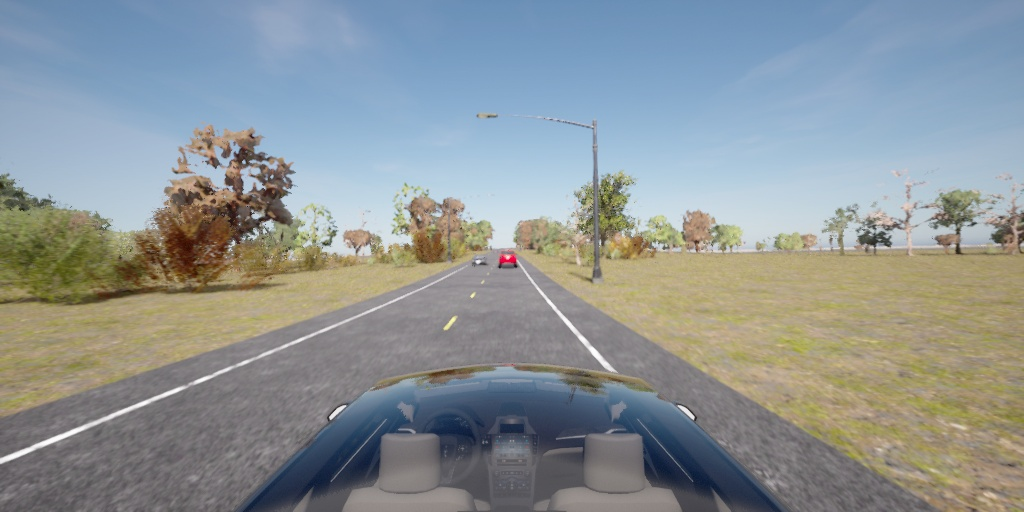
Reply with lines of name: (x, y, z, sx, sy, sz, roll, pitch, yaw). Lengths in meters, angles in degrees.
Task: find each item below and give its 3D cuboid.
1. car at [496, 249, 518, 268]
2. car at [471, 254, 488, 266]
car: (-0.505, 0.275, 43.395, 2.150, 2.045, 5.566, -1, 1, -1)
car: (-4.226, 0.520, 47.018, 2.128, 1.511, 4.902, -1, 2, 0)
